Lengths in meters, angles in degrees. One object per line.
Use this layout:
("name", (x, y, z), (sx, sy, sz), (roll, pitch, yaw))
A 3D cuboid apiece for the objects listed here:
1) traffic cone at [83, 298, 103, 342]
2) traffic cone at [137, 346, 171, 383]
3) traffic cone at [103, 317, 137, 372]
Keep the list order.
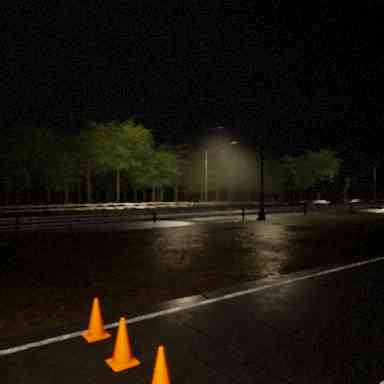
("traffic cone", (-1.487, 1.948, 5.181), (0.340, 0.580, 0.340), (0, 0, -36))
("traffic cone", (-0.326, 1.948, 3.553), (0.340, 0.580, 0.340), (0, 0, -36))
("traffic cone", (-0.906, 1.948, 4.367), (0.340, 0.580, 0.340), (0, 0, -36))
